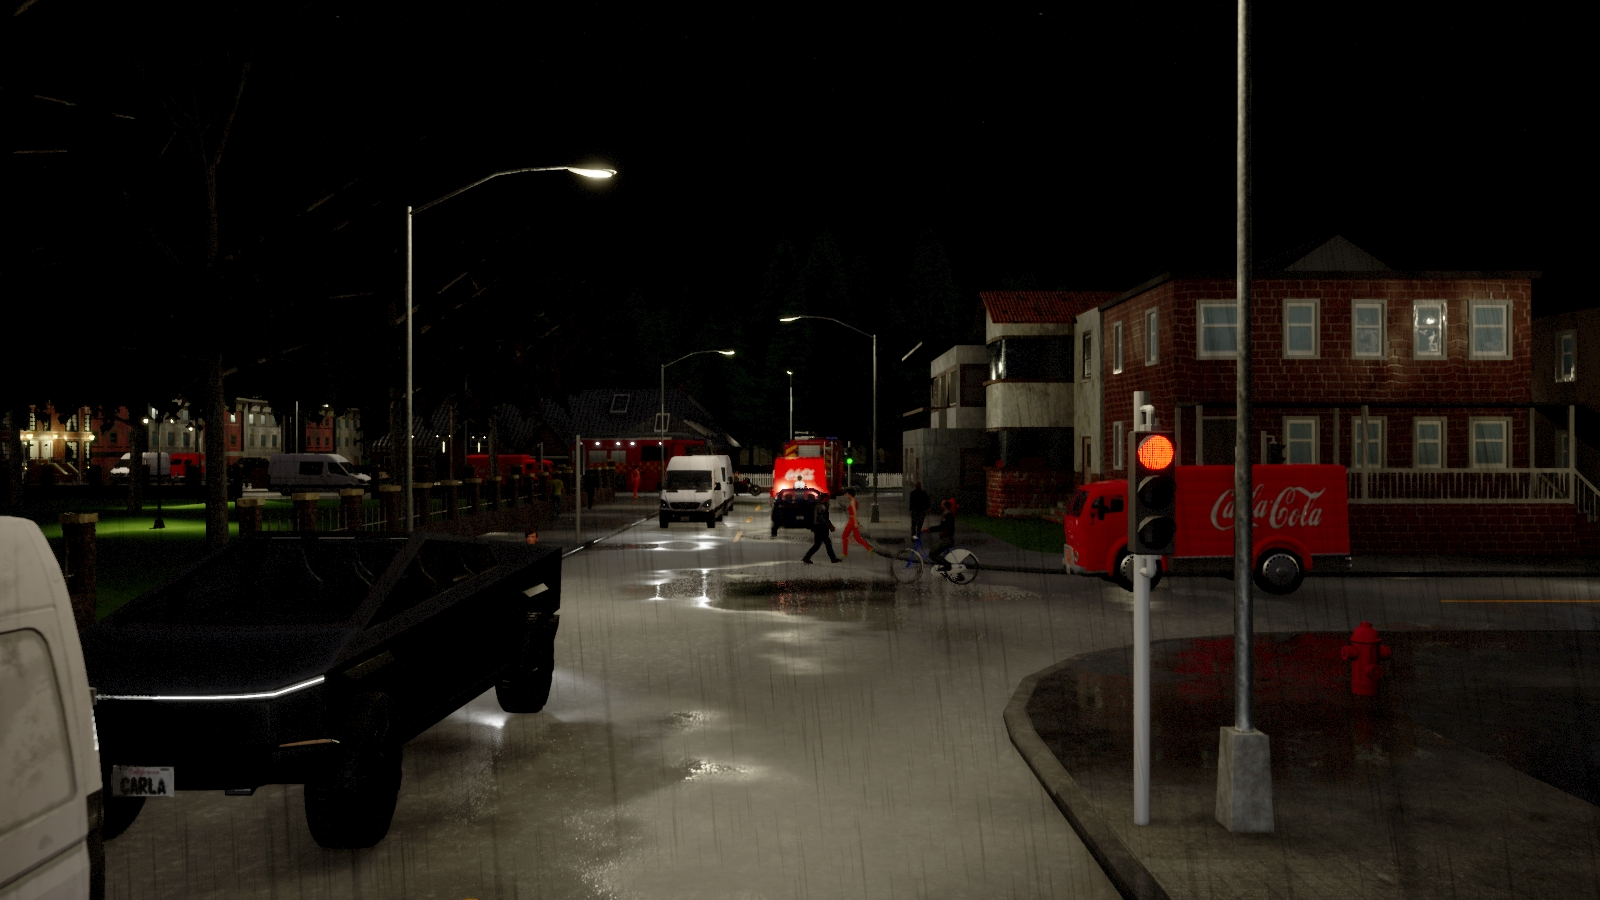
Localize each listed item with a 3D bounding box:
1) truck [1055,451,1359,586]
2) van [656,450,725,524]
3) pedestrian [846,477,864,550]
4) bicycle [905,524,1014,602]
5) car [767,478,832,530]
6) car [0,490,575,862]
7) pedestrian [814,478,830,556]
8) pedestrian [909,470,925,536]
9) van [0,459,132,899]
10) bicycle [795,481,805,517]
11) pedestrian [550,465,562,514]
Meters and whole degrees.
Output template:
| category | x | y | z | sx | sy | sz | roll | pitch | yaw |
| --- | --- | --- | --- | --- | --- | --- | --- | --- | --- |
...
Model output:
| category | x | y | z | sx | sy | sz | roll | pitch | yaw |
| --- | --- | --- | --- | --- | --- | --- | --- | --- | --- |
| truck | 8.072 | 1.320 | 23.183 | 5.204 | 2.467 | 2.627 | -1 | 0 | 2 |
| van | -4.007 | 1.296 | 42.666 | 1.988 | 2.561 | 5.915 | 0 | 0 | 0 |
| pedestrian | 1.410 | 1.616 | 29.322 | 0.375 | 1.860 | 0.375 | 0 | 0 | 17 |
| bicycle | 2.744 | 1.932 | 19.656 | 1.835 | 1.271 | 0.329 | 0 | 0 | 12 |
| car | -0.015 | 1.798 | 39.012 | 2.097 | 1.535 | 5.006 | 0 | 0 | 0 |
| car | -4.002 | 1.529 | 10.345 | 2.390 | 2.098 | 6.274 | 0 | 0 | 3 |
| pedestrian | 0.535 | 1.617 | 27.730 | 0.375 | 1.860 | 0.375 | 0 | 0 | -4 |
| pedestrian | 3.326 | 1.502 | 32.456 | 0.375 | 1.860 | 0.375 | 0 | 0 | 15 |
| van | -4.011 | 1.314 | 2.199 | 1.988 | 2.561 | 5.915 | 0 | 0 | 0 |
| bicycle | -0.011 | 1.916 | 44.958 | 0.373 | 1.296 | 1.643 | 0 | 1 | 0 |
| pedestrian | -9.377 | 1.507 | 43.924 | 0.375 | 1.860 | 0.375 | 0 | 0 | 0 |
